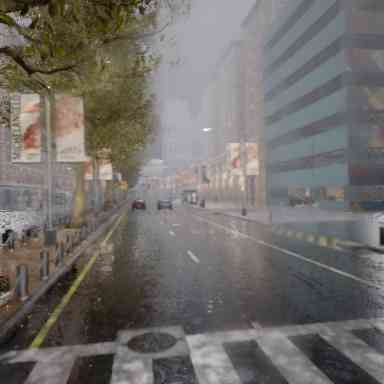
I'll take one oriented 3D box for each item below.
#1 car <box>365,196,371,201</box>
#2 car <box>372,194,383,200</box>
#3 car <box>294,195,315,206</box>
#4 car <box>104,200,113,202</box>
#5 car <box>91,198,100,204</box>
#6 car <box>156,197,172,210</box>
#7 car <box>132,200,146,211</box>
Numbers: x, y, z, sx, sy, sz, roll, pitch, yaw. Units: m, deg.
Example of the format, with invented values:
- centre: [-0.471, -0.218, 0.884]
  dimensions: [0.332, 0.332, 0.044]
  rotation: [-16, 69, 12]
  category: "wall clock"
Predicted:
- centre: [27.134, 1.004, 47.939]
  dimensions: [1.895, 1.301, 4.718]
  rotation: [-1, 0, -10]
  category: "car"
- centre: [21.700, 0.941, 35.083]
  dimensions: [2.002, 1.452, 4.674]
  rotation: [-1, 0, -10]
  category: "car"
- centre: [15.626, 1.217, 46.431]
  dimensions: [2.161, 1.482, 4.786]
  rotation: [-1, 0, -10]
  category: "car"
- centre: [-23.287, 2.237, 92.613]
  dimensions: [2.097, 1.767, 4.553]
  rotation: [-1, 0, -9]
  category: "car"
- centre: [-26.664, 2.436, 91.603]
  dimensions: [1.882, 1.535, 5.008]
  rotation: [-1, 0, -9]
  category: "car"
- centre: [-3.874, 1.753, 46.582]
  dimensions: [2.128, 1.511, 4.902]
  rotation: [-1, 0, -10]
  category: "car"
- centre: [-7.745, 1.835, 48.388]
  dimensions: [1.882, 1.535, 5.008]
  rotation: [-1, 0, -9]
  category: "car"
